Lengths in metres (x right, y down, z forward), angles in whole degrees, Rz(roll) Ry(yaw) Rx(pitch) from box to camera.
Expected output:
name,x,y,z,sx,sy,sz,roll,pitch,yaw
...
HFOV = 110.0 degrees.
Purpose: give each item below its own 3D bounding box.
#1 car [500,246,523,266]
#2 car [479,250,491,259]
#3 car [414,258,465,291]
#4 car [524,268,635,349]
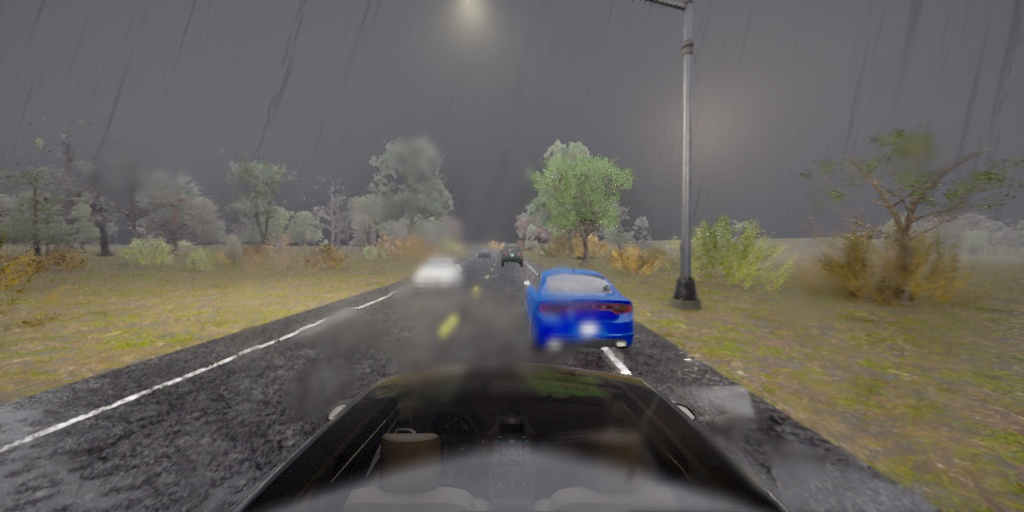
name,x,y,z,sx,sy,sz,roll,pitch,yaw
car,-0.019,-0.046,37.399,2.150,2.045,5.566,0,2,-1
car,-4.337,-0.299,57.786,2.033,1.411,5.357,0,2,-2
car,-3.466,0.837,17.802,1.812,1.442,4.674,0,2,0
car,1.339,1.029,8.580,1.882,1.535,5.008,0,2,0
